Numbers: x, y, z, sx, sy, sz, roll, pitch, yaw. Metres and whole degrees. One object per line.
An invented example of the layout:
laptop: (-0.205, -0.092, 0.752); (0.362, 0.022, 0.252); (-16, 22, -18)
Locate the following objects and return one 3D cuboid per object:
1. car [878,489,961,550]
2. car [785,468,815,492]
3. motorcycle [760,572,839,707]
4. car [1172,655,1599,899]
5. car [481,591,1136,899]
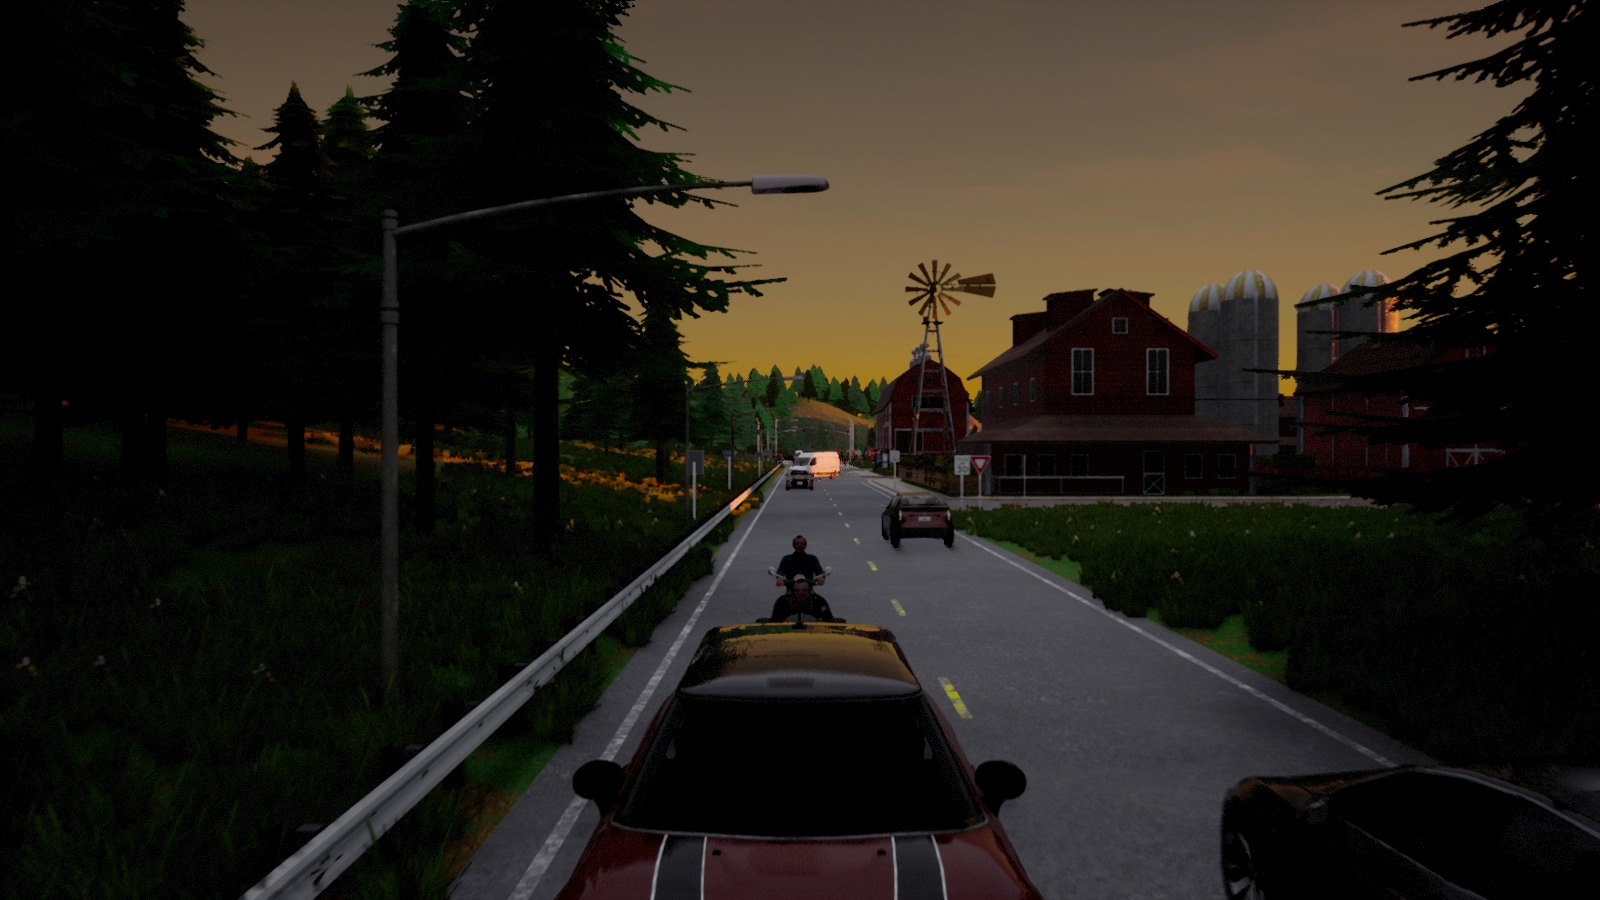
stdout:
car: (3.486, 2.019, 34.127); (2.007, 1.525, 4.514); (0, 0, 0)
car: (-0.028, 2.019, 77.469); (1.970, 1.475, 3.806); (0, 0, 0)
motorcycle: (-0.005, 2.196, 13.657); (0.867, 1.251, 2.209); (0, 0, 0)
car: (3.473, 2.059, 4.920); (2.163, 1.488, 4.792); (0, 0, 0)
car: (0.028, 1.901, 5.937); (2.097, 1.767, 4.553); (0, 0, 0)
